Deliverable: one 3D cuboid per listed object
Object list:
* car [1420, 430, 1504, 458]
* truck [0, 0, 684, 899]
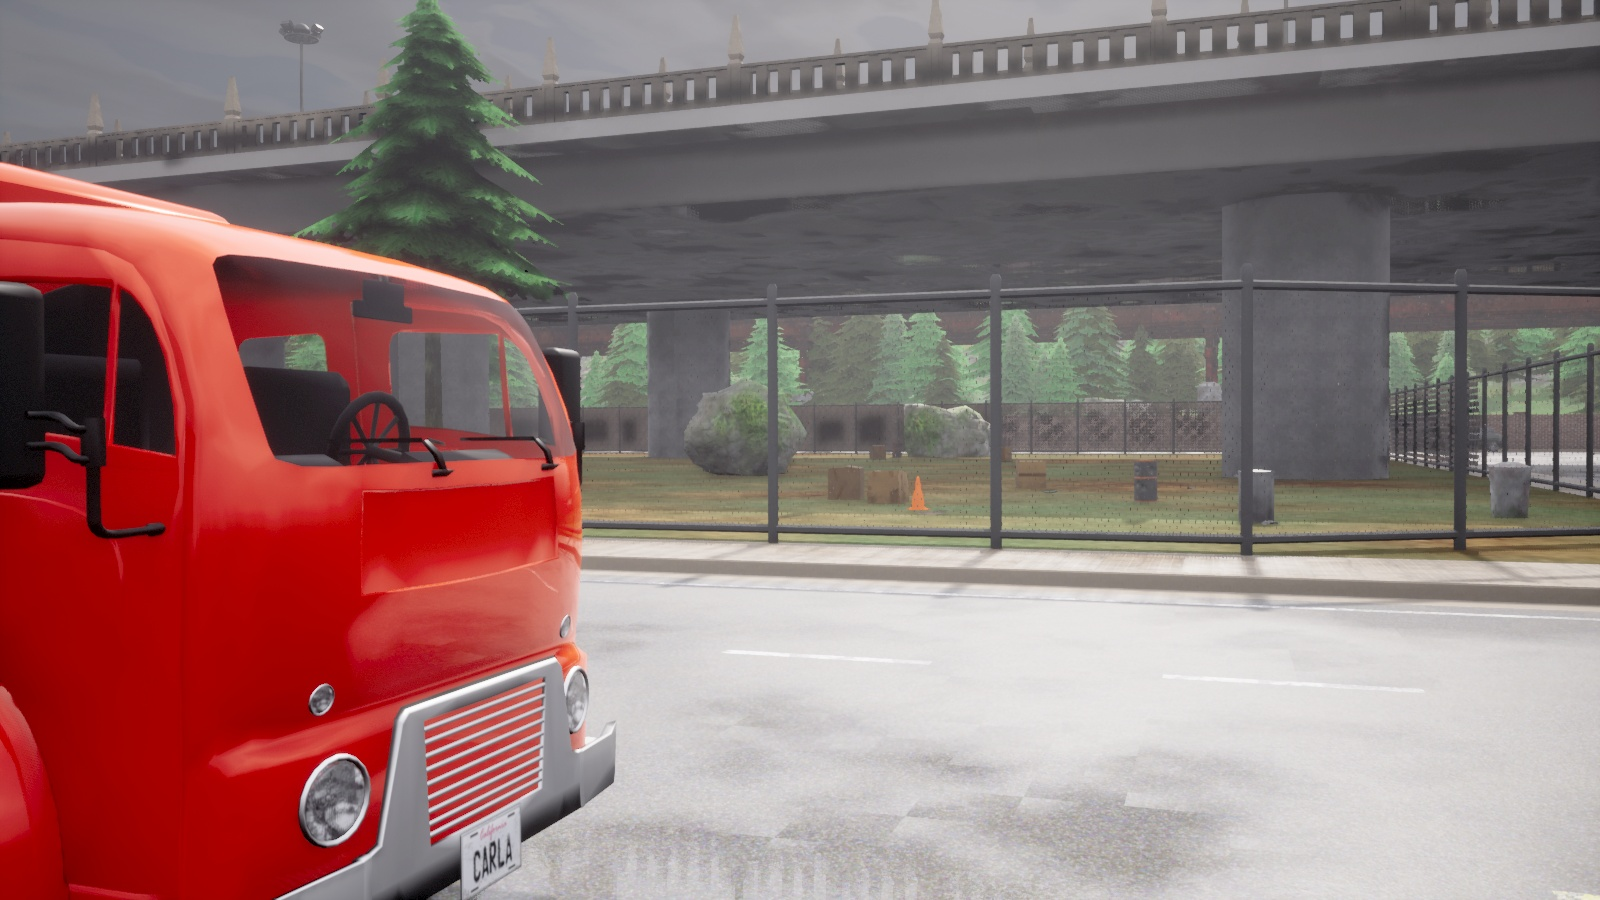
[{"bbox_3d":[42.899,-0.404,81.506,4.553,1.767,2.097,1,1,19],"label":"car"},{"bbox_3d":[-3.329,0.255,4.304,5.204,2.467,2.627,1,1,19],"label":"truck"}]
